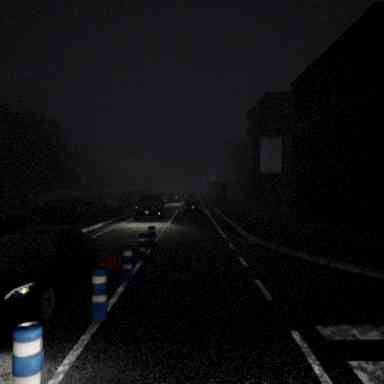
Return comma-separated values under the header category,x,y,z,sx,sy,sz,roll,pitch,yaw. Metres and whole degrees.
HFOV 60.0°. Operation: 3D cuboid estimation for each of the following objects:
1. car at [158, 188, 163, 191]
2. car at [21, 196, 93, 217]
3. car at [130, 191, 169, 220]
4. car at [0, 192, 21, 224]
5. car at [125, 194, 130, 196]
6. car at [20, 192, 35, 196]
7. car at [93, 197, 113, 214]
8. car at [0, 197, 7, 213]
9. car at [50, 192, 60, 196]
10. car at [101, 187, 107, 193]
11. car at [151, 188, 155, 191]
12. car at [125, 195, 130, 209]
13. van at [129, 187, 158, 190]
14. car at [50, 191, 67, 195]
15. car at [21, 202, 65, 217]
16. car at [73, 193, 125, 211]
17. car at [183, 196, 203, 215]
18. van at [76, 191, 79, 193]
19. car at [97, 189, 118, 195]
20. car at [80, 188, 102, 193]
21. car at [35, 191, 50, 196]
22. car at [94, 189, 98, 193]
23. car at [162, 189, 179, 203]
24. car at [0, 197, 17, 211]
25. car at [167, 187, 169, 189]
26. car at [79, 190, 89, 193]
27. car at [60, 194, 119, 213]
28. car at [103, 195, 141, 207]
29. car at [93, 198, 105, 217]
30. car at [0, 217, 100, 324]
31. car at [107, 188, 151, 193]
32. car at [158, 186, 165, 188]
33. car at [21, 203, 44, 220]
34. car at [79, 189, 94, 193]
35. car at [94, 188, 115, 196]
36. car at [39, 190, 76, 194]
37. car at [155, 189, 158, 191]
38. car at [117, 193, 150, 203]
category,x,y,z,sx,sy,sz,roll,pitch,yaw
car,-9.431,0.528,71.096,5.008,1.535,2.097,0,2,1
car,-9.832,1.337,23.761,4.553,1.767,2.185,0,0,1
car,-3.355,1.140,27.444,2.150,2.045,5.566,0,0,0
car,-9.992,1.127,12.615,5.566,2.045,2.435,0,-1,1
car,-9.706,1.314,40.479,5.008,1.535,2.097,0,1,0
car,-22.822,1.058,40.423,5.566,2.045,2.435,0,1,1
car,-9.842,1.477,29.336,4.792,1.488,2.163,0,0,1
car,-22.658,1.388,34.848,5.366,1.575,1.946,0,1,1
car,-22.713,1.124,48.792,5.008,1.535,2.097,0,1,1
car,-22.462,0.193,73.963,5.566,2.045,2.435,0,2,1
car,-9.506,0.708,59.839,4.553,1.767,2.185,0,2,1
car,-9.740,1.400,37.691,4.674,1.452,2.002,0,1,1
van,-9.603,0.454,65.527,4.442,1.987,1.878,0,2,1
car,-22.877,1.043,51.701,5.366,1.575,1.946,0,2,1
car,-9.884,1.472,18.179,4.792,1.488,2.163,0,0,1
car,-9.794,1.273,34.902,4.553,1.767,2.185,0,1,1
car,0.092,1.422,32.788,2.033,1.411,5.357,0,1,0
van,-22.525,0.671,57.260,4.442,1.987,1.878,0,2,1
car,-22.370,0.054,87.888,5.008,1.535,2.097,0,2,1
car,-22.544,0.550,71.185,4.792,1.488,2.163,0,2,1
car,-22.774,1.068,46.005,4.553,1.767,2.185,0,1,1
car,-22.547,0.597,68.402,4.892,1.521,2.231,0,2,1
car,-3.269,0.833,53.561,2.097,1.767,4.553,0,2,1
car,-22.824,1.354,37.638,5.008,1.535,2.097,0,1,1
car,-9.263,0.023,90.573,4.674,1.452,2.002,0,2,1
car,-22.594,0.787,62.835,4.674,1.452,2.002,0,2,1
car,-9.819,1.302,32.123,4.553,1.767,2.185,0,1,1
car,-9.633,1.228,46.055,4.792,1.488,2.163,0,1,1
car,-9.809,1.488,26.548,4.792,1.488,2.163,0,0,1
car,-3.351,1.506,7.215,1.812,1.442,4.674,0,0,0
car,-9.640,0.802,51.615,5.566,2.045,2.435,0,2,1
car,-9.330,0.171,79.439,4.553,1.767,2.185,0,2,1
car,-9.932,1.417,15.400,4.892,1.521,2.231,0,-1,1
car,-22.571,0.672,65.618,5.008,1.535,2.097,0,2,1
car,-22.358,0.008,85.100,4.553,1.767,2.185,0,2,1
car,-22.638,0.720,54.476,5.566,2.045,2.435,0,2,1
car,-9.518,0.756,62.750,4.892,1.521,2.231,0,2,1
car,-9.582,0.979,54.403,5.008,1.535,2.097,0,2,1
